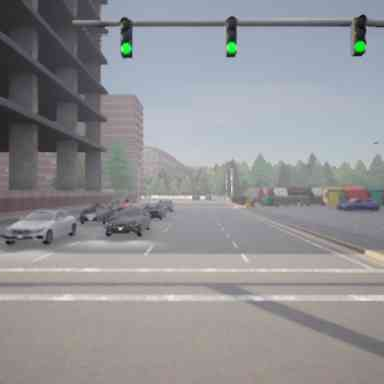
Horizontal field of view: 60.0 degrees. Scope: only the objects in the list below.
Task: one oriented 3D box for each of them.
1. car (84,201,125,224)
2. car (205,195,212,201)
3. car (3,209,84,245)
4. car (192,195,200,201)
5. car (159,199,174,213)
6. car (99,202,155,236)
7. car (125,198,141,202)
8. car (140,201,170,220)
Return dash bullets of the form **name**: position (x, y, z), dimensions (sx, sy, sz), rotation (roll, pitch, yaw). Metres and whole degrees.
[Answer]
- **car**: position (-6.857, 1.550, 25.012), dimensions (2.128, 1.511, 4.902), rotation (0, 0, 1)
- **car**: position (4.648, 1.611, 93.198), dimensions (2.128, 1.511, 4.902), rotation (0, 0, 1)
- **car**: position (-6.978, 1.553, 15.881), dimensions (1.812, 1.442, 4.674), rotation (0, 0, 1)
- **car**: position (1.148, 1.525, 93.220), dimensions (2.097, 1.767, 4.553), rotation (0, 0, 1)
- **car**: position (-3.155, 1.597, 39.027), dimensions (2.128, 1.511, 4.902), rotation (0, 0, 1)
- **car**: position (-3.442, 1.542, 18.547), dimensions (1.837, 1.490, 4.892), rotation (0, 0, 1)
- **car**: position (-6.686, 1.450, 36.989), dimensions (2.097, 1.767, 4.553), rotation (0, 0, 1)
- **car**: position (-3.306, 1.672, 28.669), dimensions (1.895, 1.301, 4.718), rotation (0, 0, 1)
